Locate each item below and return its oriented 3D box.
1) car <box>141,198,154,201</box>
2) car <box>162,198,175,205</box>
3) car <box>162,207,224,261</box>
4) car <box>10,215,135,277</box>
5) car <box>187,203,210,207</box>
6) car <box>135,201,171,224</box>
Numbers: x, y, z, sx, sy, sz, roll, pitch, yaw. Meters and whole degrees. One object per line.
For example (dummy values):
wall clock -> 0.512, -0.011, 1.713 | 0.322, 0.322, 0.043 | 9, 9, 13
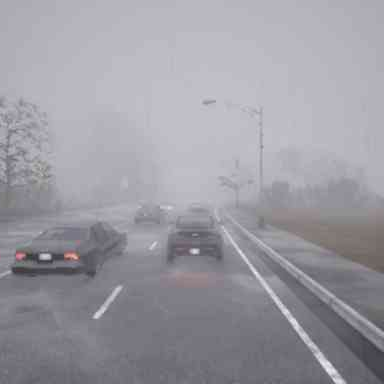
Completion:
car -> -7.948, 1.730, 58.468 | 2.033, 1.411, 5.357 | 0, 0, 6
car -> -4.367, 1.785, 59.010 | 1.895, 1.301, 4.718 | 0, 0, 6
car -> 0.141, 1.546, 12.523 | 1.837, 1.490, 4.892 | 0, 0, 1
car -> -3.412, 1.580, 10.347 | 2.033, 1.411, 5.357 | 0, 0, 1
car -> 0.560, 1.614, 28.069 | 1.812, 1.442, 4.674 | 0, 0, 3
car -> -3.080, 1.627, 25.313 | 2.033, 1.411, 5.357 | 0, 0, 3
